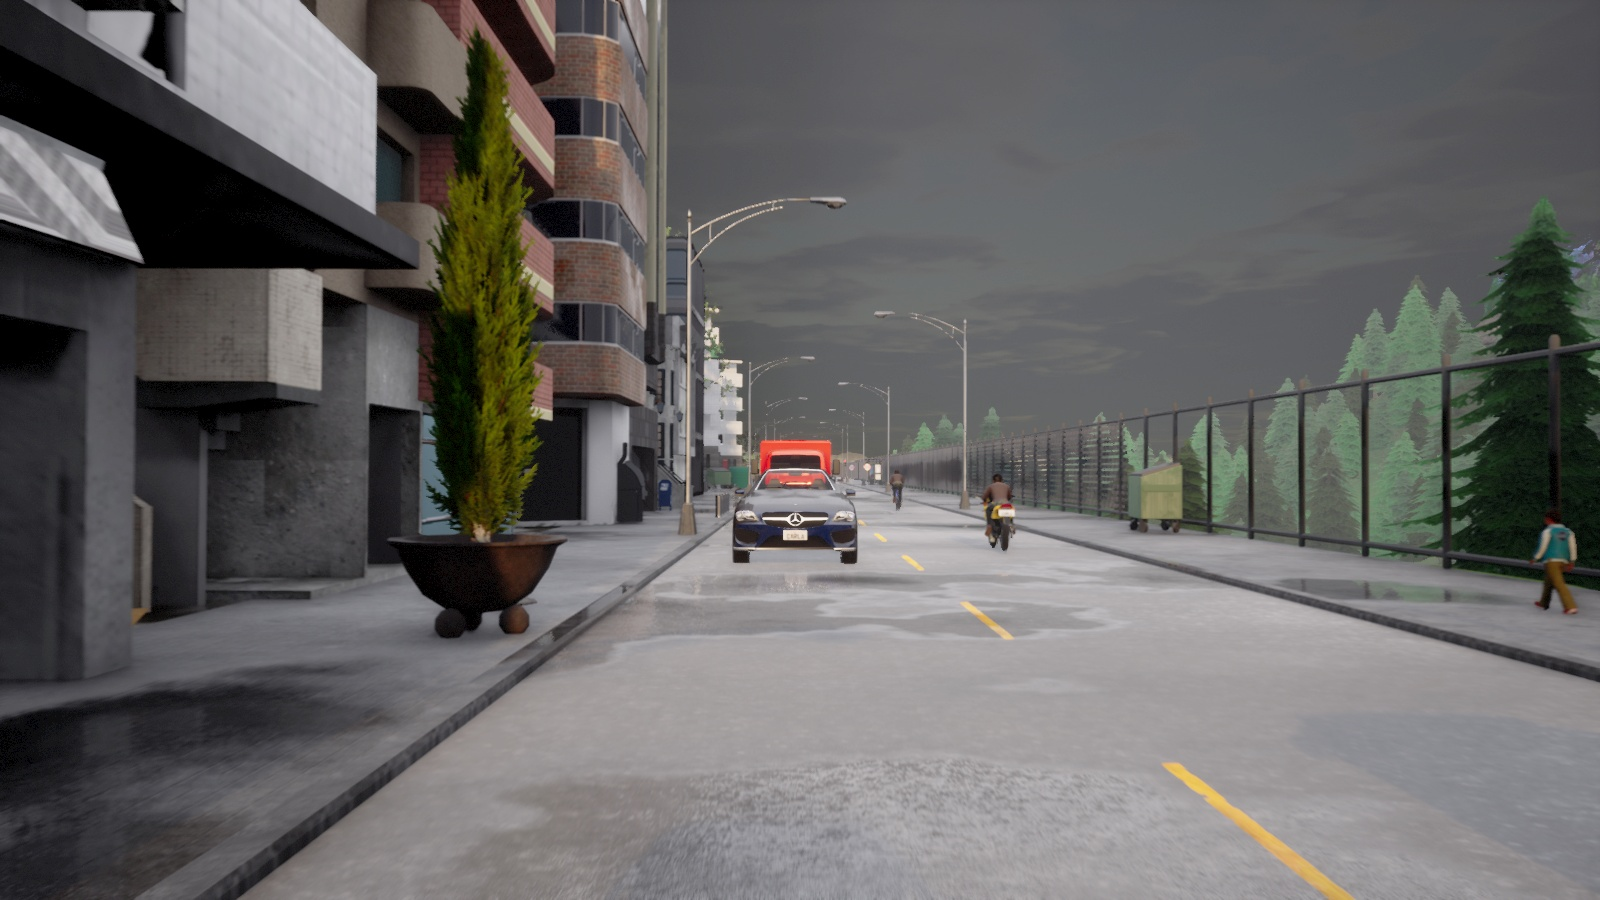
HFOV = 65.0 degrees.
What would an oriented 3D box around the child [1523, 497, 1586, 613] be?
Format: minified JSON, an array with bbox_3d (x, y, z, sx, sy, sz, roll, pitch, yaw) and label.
[{"bbox_3d":[7.979,1.095,13.284,0.343,1.192,0.448,0,-1,-11],"label":"child"}]

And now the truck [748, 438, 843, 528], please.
[{"bbox_3d":[-0.122,0.955,37.462,2.627,2.467,5.204,0,-1,0],"label":"truck"}]

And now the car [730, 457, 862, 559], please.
[{"bbox_3d":[-0.076,0.977,22.937,2.152,1.651,5.027,0,-1,0],"label":"car"}]

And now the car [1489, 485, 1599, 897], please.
[{"bbox_3d":[3.989,0.847,2.872,2.163,1.488,4.792,0,-1,0],"label":"car"}]

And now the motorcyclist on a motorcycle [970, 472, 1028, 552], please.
[{"bbox_3d":[3.921,1.198,24.880,0.797,1.523,2.044,0,-1,0],"label":"motorcyclist on a motorcycle"}]
